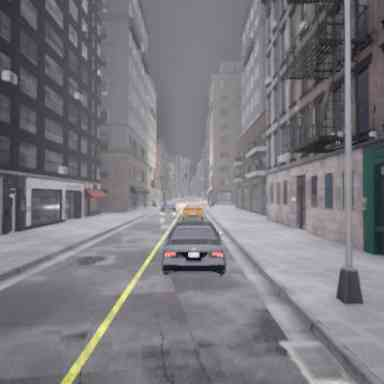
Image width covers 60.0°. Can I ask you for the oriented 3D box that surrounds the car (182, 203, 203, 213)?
[{"bbox_3d":[0.081,1.765,32.283,1.882,1.535,5.008,0,-1,0],"label":"car"}]

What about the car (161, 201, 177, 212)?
[{"bbox_3d":[-3.101,1.916,44.304,1.812,1.442,4.674,0,-1,0],"label":"car"}]

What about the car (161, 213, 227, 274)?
[{"bbox_3d":[0.061,1.645,10.850,2.033,1.411,5.357,0,0,0],"label":"car"}]
